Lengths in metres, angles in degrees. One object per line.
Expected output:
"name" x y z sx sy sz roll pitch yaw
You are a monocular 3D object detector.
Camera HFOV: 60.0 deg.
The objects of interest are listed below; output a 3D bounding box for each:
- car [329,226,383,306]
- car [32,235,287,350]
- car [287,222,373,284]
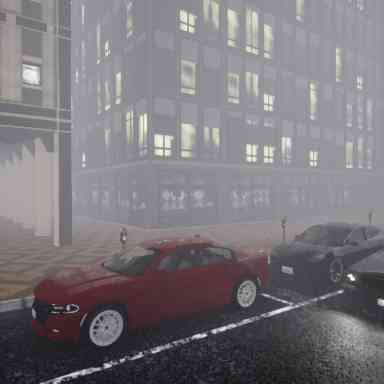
"car" 5.537 1.546 7.325 5.357 1.411 2.033 0 0 -35
"car" -0.500 1.544 6.206 4.507 1.381 1.887 0 0 -35
"car" 4.139 1.564 9.513 4.313 1.339 1.947 0 0 -35
